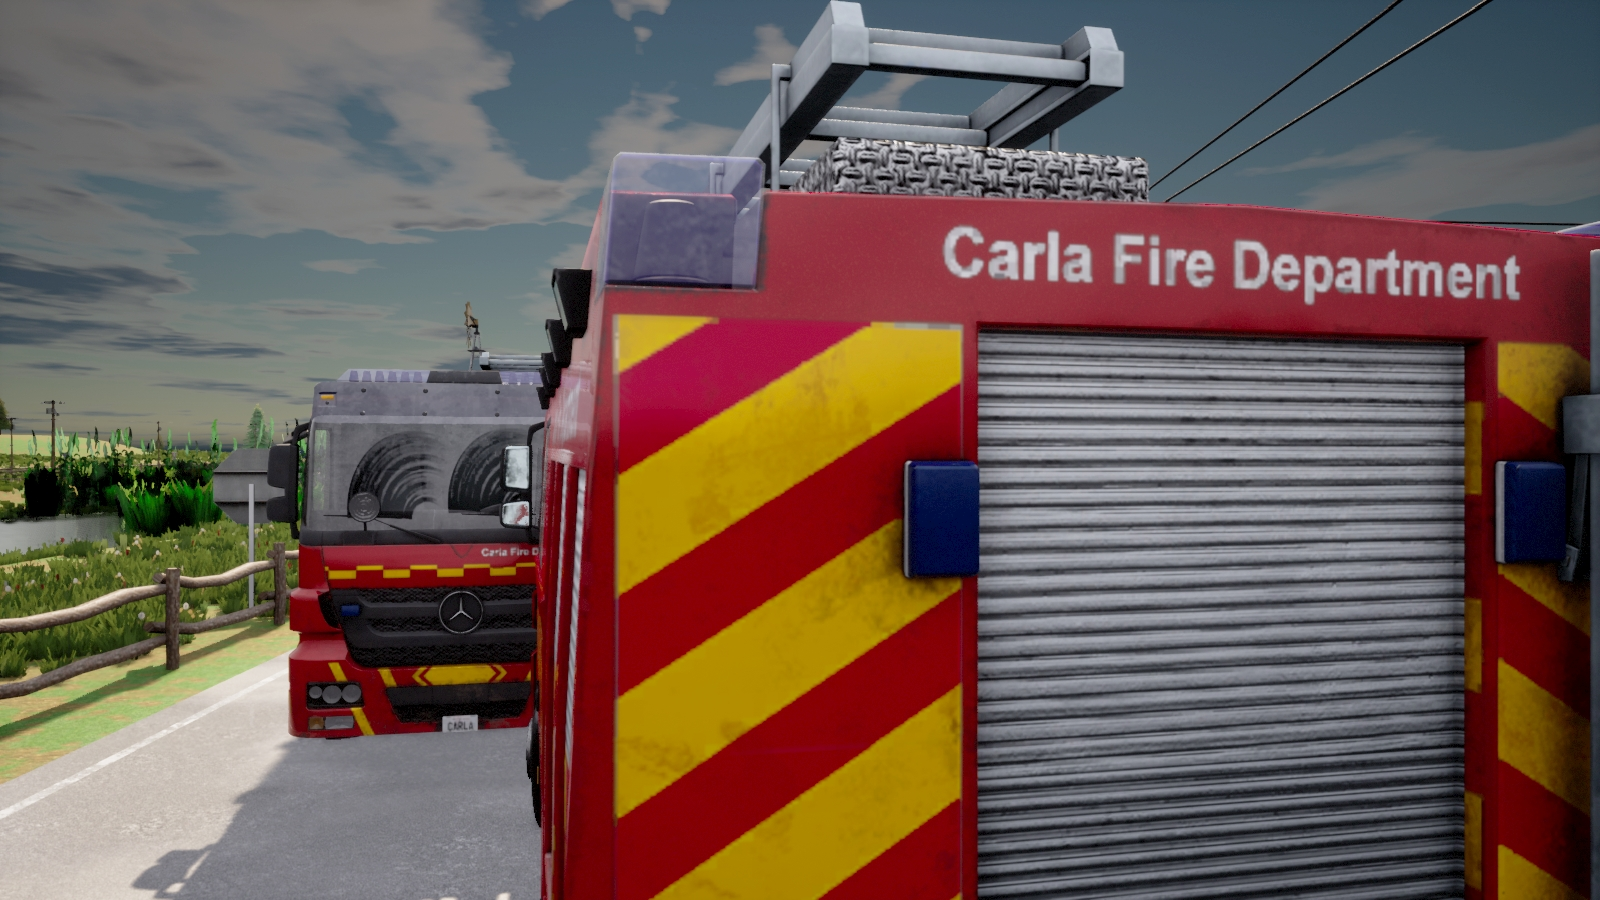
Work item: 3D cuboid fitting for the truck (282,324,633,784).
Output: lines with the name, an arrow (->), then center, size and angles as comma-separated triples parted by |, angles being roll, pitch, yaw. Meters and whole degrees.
truck -> -3.885, 0.862, 13.966 | 2.891, 3.827, 8.468 | 0, 0, -13

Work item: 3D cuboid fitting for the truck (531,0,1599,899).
truck -> -0.116, 0.866, 6.874 | 2.891, 3.827, 8.468 | 0, 0, -13

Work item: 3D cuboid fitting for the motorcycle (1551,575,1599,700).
motorcycle -> 9.813, 2.142, 13.178 | 1.805, 1.316, 0.856 | 0, 0, -7
